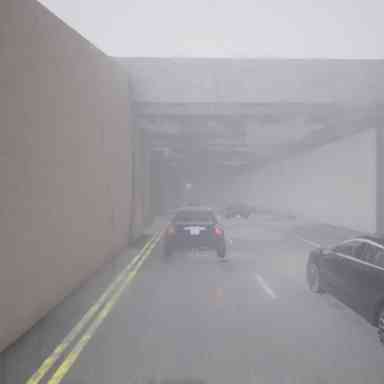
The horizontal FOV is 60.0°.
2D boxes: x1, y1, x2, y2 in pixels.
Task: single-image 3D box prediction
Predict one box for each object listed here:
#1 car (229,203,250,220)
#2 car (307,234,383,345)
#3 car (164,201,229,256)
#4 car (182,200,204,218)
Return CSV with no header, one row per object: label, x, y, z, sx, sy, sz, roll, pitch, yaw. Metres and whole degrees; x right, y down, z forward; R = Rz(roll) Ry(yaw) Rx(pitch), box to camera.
car,3.594,1.611,28.075,1.895,1.301,4.718,0,0,0
car,3.595,1.494,5.887,2.128,1.511,4.902,0,0,0
car,0.097,1.357,13.201,2.097,1.767,4.553,0,0,0
car,0.080,1.537,30.686,1.812,1.442,4.674,0,0,0
